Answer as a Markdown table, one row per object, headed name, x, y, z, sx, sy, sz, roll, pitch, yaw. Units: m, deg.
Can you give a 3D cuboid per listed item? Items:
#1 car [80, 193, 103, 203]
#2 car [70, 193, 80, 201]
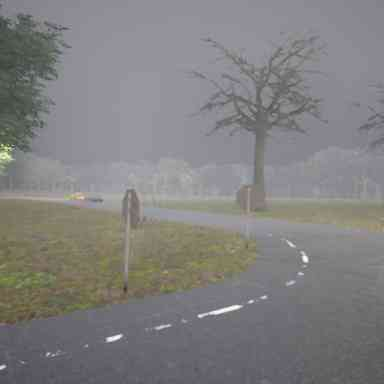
| name | x | y | z | sx | sy | sz | roll | pitch | yaw |
| --- | --- | --- | --- | --- | --- | --- | --- | --- | --- |
| car | -15.526 | 0.948 | 52.440 | 1.994 | 1.385 | 4.181 | 3 | -1 | -35 |
| car | -20.091 | 0.829 | 58.734 | 1.882 | 1.535 | 5.008 | 3 | -2 | -36 |
